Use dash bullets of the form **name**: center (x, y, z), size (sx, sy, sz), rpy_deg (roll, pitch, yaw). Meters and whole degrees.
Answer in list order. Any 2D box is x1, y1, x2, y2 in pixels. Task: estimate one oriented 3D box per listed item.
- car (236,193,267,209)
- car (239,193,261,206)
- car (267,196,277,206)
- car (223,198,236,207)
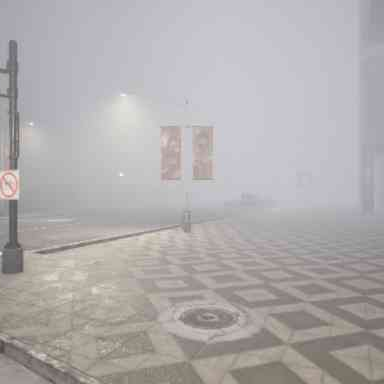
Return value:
- **car**: center (8.272, 1.188, 45.791), size (2.150, 2.045, 5.566), rpy_deg (0, 0, 27)
- **car**: center (9.886, 1.182, 56.572), size (2.150, 2.045, 5.566), rpy_deg (0, 0, 26)
- **car**: center (12.793, 1.447, 55.117), size (2.128, 1.511, 4.902), rpy_deg (0, 0, 26)
- **car**: center (6.222, 1.569, 49.009), size (1.895, 1.301, 4.718), rpy_deg (0, 0, 27)
